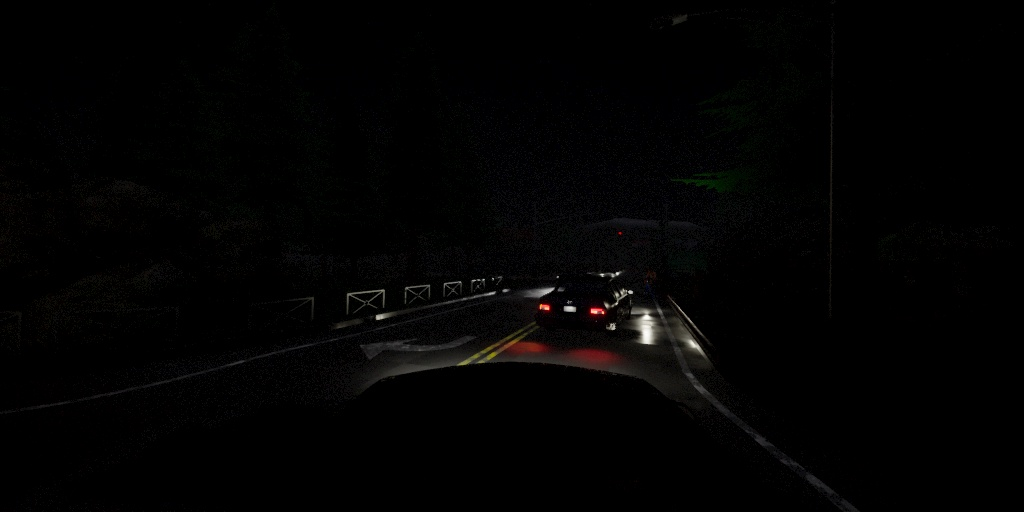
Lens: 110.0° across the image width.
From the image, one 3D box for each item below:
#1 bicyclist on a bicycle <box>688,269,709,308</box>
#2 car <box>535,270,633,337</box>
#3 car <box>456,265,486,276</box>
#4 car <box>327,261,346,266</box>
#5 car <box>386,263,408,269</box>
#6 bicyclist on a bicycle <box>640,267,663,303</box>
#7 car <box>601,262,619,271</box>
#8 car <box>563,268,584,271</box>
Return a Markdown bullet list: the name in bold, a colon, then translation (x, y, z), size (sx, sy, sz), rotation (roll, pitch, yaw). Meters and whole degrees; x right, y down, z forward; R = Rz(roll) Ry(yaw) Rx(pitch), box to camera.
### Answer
- **bicyclist on a bicycle**: translation (7.875, 1.358, 15.107), size (1.656, 1.620, 0.582), rotation (1, -1, -34)
- **car**: translation (2.304, 1.280, 10.283), size (2.033, 1.411, 5.357), rotation (1, -1, 24)
- **car**: translation (-5.370, 1.770, 44.739), size (4.181, 1.385, 1.994), rotation (1, -1, 20)
- **car**: translation (-24.540, 1.485, 51.968), size (5.357, 1.411, 2.033), rotation (1, -1, 23)
- **car**: translation (-14.769, 1.637, 48.137), size (4.181, 1.385, 1.994), rotation (1, -1, 20)
- **bicyclist on a bicycle**: translation (6.430, 1.346, 16.490), size (1.656, 1.620, 0.582), rotation (1, -1, -31)
- **car**: translation (15.624, 1.970, 57.912), size (2.097, 1.767, 4.553), rotation (1, -1, 20)
- **car**: translation (4.561, 1.594, 26.670), size (1.895, 1.301, 4.718), rotation (1, -1, 19)
